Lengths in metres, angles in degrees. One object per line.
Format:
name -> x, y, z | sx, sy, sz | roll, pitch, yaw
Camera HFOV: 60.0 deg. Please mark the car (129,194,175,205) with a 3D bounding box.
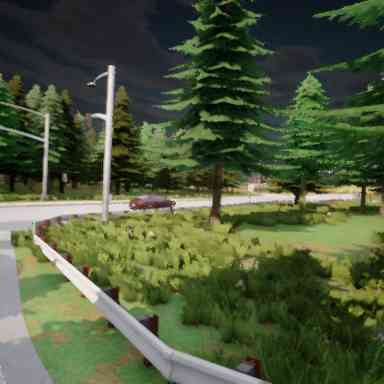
car -> -3.302, 0.878, 28.246 | 1.812, 1.442, 4.674 | 5, 3, 35
